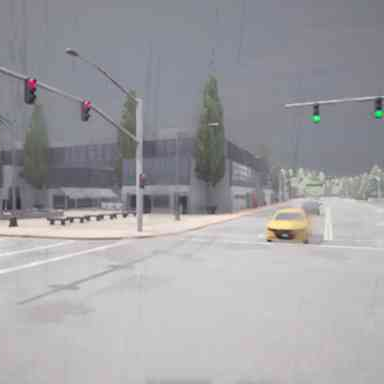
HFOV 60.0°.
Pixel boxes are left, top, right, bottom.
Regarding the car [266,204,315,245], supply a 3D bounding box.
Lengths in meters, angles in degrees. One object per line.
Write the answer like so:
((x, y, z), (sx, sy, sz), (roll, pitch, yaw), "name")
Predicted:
((5.018, 1.632, 16.889), (1.882, 1.535, 5.008), (0, 0, 22), "car")

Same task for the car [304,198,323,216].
((13.030, 1.800, 36.541), (1.882, 1.535, 5.008), (0, -1, 22), "car")
